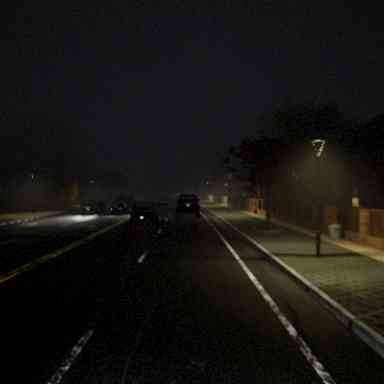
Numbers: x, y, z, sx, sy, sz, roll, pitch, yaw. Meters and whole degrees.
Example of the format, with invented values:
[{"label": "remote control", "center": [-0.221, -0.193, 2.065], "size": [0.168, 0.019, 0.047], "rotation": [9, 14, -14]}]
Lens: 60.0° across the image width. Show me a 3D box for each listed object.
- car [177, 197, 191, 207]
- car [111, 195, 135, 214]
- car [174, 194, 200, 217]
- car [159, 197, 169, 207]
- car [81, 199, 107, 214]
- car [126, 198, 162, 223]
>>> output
[{"label": "car", "center": [-1.308, 1.521, 50.004], "size": [1.994, 1.385, 4.181], "rotation": [0, 0, -3]}, {"label": "car", "center": [-7.226, 1.308, 35.812], "size": [2.150, 2.045, 5.566], "rotation": [0, 0, -2]}, {"label": "car", "center": [-0.441, 1.194, 30.819], "size": [2.150, 2.045, 5.566], "rotation": [0, 0, -2]}, {"label": "car", "center": [-4.538, 1.511, 49.833], "size": [2.033, 1.411, 5.357], "rotation": [0, 0, -3]}, {"label": "car", "center": [-10.472, 1.484, 35.651], "size": [2.128, 1.511, 4.902], "rotation": [0, 0, -2]}, {"label": "car", "center": [-3.527, 1.487, 25.345], "size": [1.837, 1.490, 4.892], "rotation": [0, 0, -2]}]
